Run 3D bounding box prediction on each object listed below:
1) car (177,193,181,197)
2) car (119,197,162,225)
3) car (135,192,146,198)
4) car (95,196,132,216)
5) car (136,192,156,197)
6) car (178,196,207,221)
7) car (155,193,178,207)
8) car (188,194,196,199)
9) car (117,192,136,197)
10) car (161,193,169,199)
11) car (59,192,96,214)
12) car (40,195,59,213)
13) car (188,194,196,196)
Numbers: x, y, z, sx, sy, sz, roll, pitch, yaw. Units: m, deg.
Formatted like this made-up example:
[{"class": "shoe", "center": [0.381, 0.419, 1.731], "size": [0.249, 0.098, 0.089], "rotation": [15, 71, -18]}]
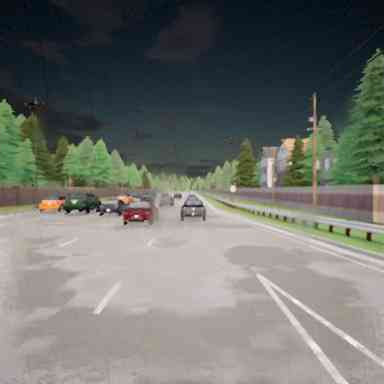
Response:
[{"class": "car", "center": [-3.510, 1.005, 80.886], "size": [1.837, 1.490, 4.892], "rotation": [0, 0, 0]}, {"class": "car", "center": [-3.403, 1.339, 22.858], "size": [1.882, 1.535, 5.008], "rotation": [0, 0, 0]}, {"class": "car", "center": [-14.011, 0.825, 90.470], "size": [2.033, 1.411, 5.357], "rotation": [0, 0, 0]}, {"class": "car", "center": [-6.917, 1.345, 29.771], "size": [1.812, 1.442, 4.674], "rotation": [0, 0, 0]}, {"class": "car", "center": [-6.905, 1.194, 51.403], "size": [1.837, 1.490, 4.892], "rotation": [0, 0, 0]}, {"class": "car", "center": [0.097, 1.336, 25.611], "size": [2.128, 1.511, 4.902], "rotation": [0, 0, 0]}, {"class": "car", "center": [-3.405, 1.271, 45.759], "size": [2.033, 1.411, 5.357], "rotation": [0, 0, 0]}, {"class": "car", "center": [-0.010, 1.098, 81.334], "size": [1.895, 1.301, 4.718], "rotation": [0, 0, 0]}, {"class": "car", "center": [-10.405, 1.043, 51.111], "size": [2.097, 1.767, 4.553], "rotation": [0, 0, 0]}, {"class": "car", "center": [-7.011, 0.976, 86.719], "size": [1.837, 1.490, 4.892], "rotation": [0, 0, 0]}, {"class": "car", "center": [-10.403, 1.027, 32.048], "size": [2.150, 2.045, 5.566], "rotation": [0, 0, 0]}, {"class": "car", "center": [-13.906, 1.142, 34.561], "size": [2.097, 1.767, 4.553], "rotation": [0, 0, 0]}, {"class": "car", "center": [0.094, 1.270, 45.841], "size": [2.033, 1.411, 5.357], "rotation": [0, 0, 0]}]
